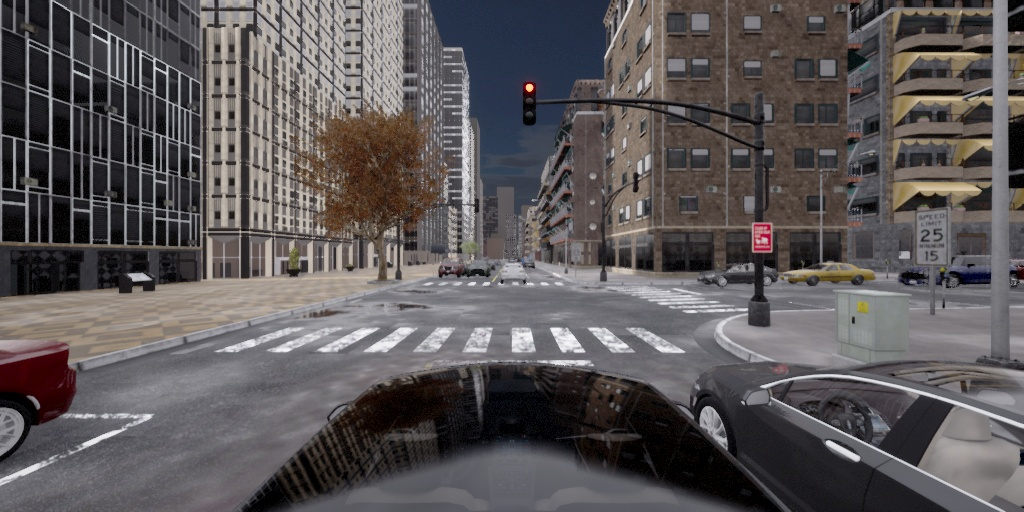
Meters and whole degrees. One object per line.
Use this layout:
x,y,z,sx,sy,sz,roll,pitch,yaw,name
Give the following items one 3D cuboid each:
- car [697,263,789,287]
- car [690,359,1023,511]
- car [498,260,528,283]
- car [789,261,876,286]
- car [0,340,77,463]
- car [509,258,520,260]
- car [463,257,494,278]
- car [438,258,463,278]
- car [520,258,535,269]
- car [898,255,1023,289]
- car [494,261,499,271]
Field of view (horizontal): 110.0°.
13.433,1.094,21.448,4.403,1.370,2.007,0,0,-1,car
2.688,1.300,2.031,2.007,1.370,4.403,0,0,0,car
0.097,1.283,28.065,1.812,1.442,4.674,0,0,0,car
18.830,0.991,21.503,4.829,1.417,1.751,0,0,-1,car
-5.692,1.295,2.030,1.888,1.381,4.507,0,0,0,car
-0.007,1.314,64.157,1.812,1.442,4.674,0,0,0,car
-3.101,1.115,34.195,2.097,1.767,4.553,0,0,0,car
-5.695,1.076,34.418,2.192,1.841,5.009,0,0,0,car
2.685,1.345,56.509,1.948,1.339,4.313,0,0,0,car
23.416,0.759,18.959,4.553,1.767,2.097,-1,0,-1,car
-3.098,1.271,48.654,1.837,1.490,4.892,0,2,0,car
